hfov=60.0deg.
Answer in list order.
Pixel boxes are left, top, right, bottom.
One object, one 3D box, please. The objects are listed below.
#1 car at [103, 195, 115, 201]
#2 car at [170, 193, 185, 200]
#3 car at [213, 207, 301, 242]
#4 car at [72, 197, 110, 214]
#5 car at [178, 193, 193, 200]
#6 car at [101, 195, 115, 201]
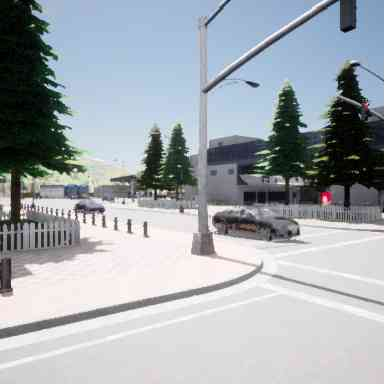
[{"bbox_3d":[-18.885,1.389,75.023,1.845,1.501,3.633,0,0,-37],"label":"car"},{"bbox_3d":[-3.867,1.113,85.969,1.932,1.855,4.605,0,0,-37],"label":"car"},{"bbox_3d":[3.107,1.507,16.809,2.128,1.511,4.902,0,0,-37],"label":"car"},{"bbox_3d":[-11.028,1.563,35.565,2.033,1.411,5.357,0,0,-37],"label":"car"},{"bbox_3d":[-1.777,1.092,88.029,1.905,1.878,3.866,0,0,-37],"label":"car"},{"bbox_3d":[-20.905,1.400,82.760,1.970,1.475,3.806,0,0,-37],"label":"car"}]
